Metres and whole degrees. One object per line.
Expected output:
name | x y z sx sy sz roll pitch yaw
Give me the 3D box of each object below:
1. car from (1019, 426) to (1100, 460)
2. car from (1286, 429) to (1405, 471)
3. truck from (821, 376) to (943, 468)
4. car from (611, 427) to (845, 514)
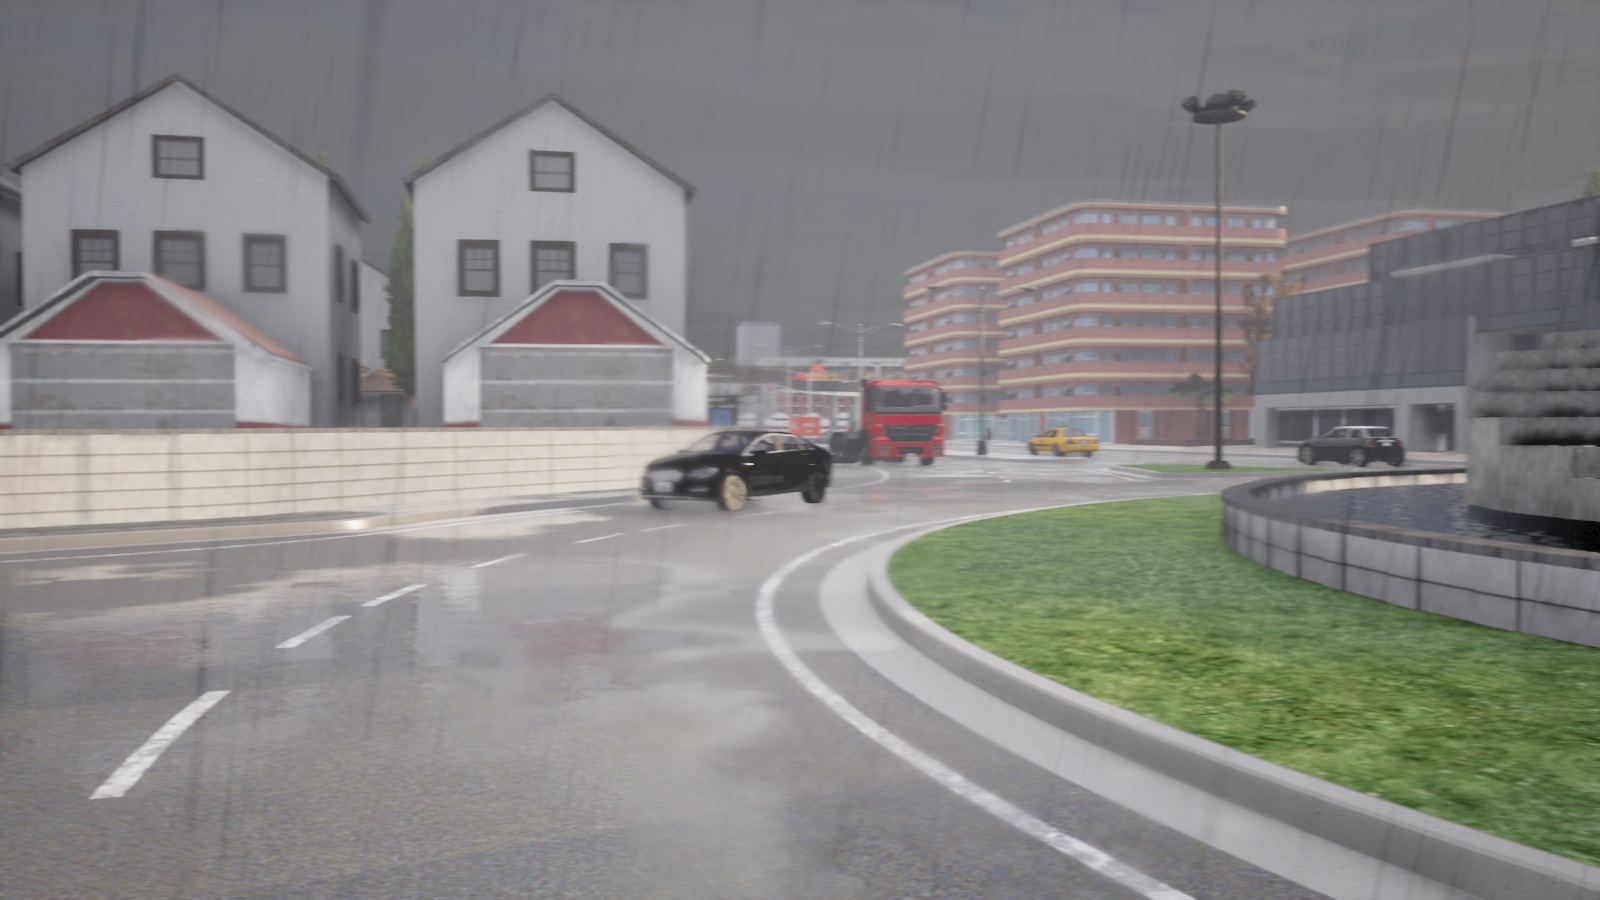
car | 12.686 -0.363 61.690 1.801 1.575 5.366 0 1 -13
car | 20.217 -0.035 46.734 1.970 1.475 3.806 0 1 -20
truck | 3.195 -1.119 51.552 2.891 3.462 7.936 0 1 -12
car | -1.279 0.314 24.668 2.128 1.511 4.902 1 1 32
